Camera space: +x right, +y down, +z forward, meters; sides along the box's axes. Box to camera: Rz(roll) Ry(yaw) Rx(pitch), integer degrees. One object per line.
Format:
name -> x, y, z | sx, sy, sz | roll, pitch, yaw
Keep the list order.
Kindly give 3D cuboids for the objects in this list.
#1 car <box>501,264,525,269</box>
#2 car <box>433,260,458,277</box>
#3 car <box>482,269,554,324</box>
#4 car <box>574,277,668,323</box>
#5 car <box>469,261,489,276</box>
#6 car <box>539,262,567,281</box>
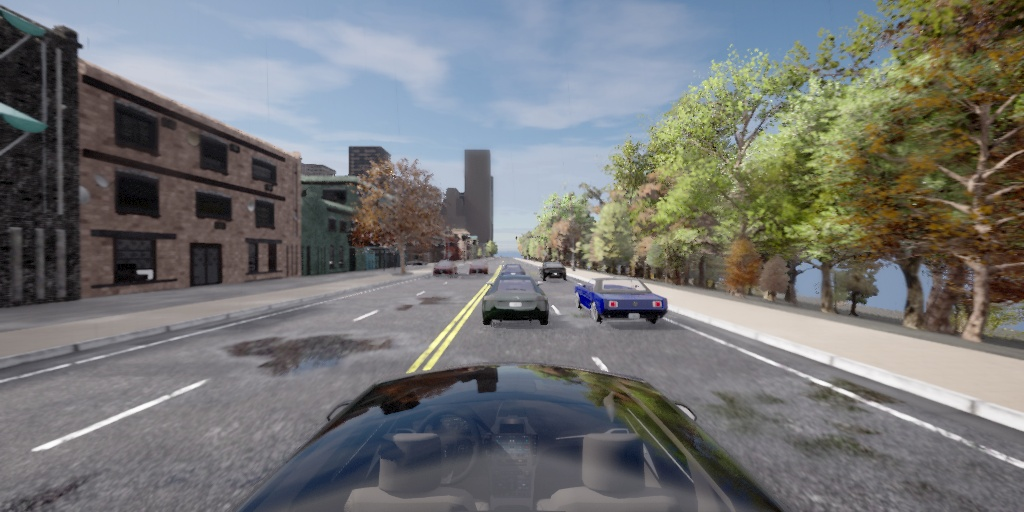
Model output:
car -> 0.087, 1.313, 29.164 | 1.994, 1.385, 4.181 | 0, 0, 0
car -> -6.653, 1.227, 36.161 | 1.882, 1.535, 5.008 | 0, 0, -1
car -> 0.098, 1.314, 11.964 | 1.994, 1.385, 4.181 | 0, 0, 0
car -> 3.347, 1.351, 12.040 | 1.895, 1.301, 4.718 | 0, 0, 0
car -> -3.421, 1.227, 37.876 | 1.882, 1.535, 5.008 | 0, 0, -1
car -> 3.334, 1.227, 29.950 | 1.882, 1.535, 5.008 | 0, 0, 0
